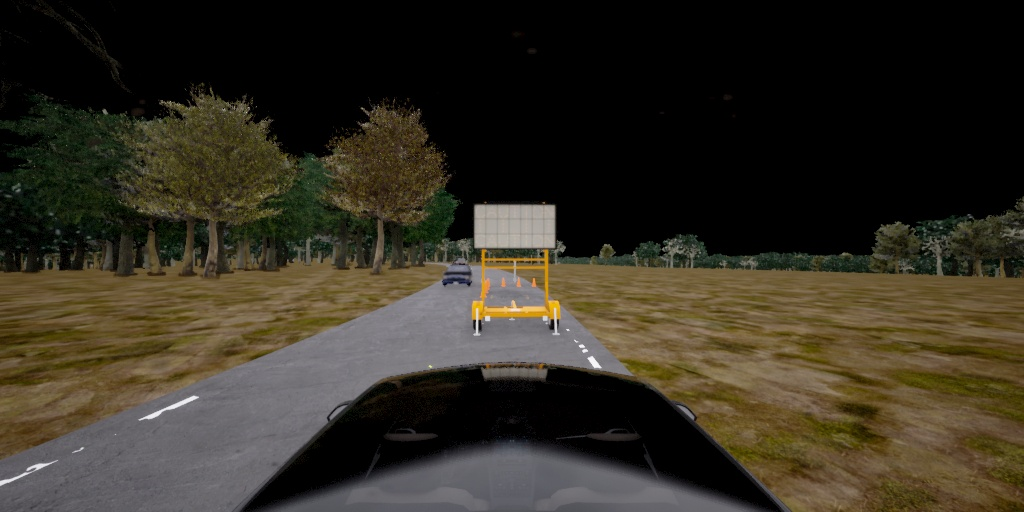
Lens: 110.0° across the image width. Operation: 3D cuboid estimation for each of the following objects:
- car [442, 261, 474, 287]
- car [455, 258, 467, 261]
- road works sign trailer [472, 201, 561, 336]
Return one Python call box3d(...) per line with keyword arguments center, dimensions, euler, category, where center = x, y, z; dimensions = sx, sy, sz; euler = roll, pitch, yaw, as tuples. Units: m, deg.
box3d(center=(-3.629, 1.296, 24.761), dimensions=(2.033, 1.411, 5.357), euler=(0, 0, -4), category="car")
box3d(center=(-9.015, 1.125, 63.459), dimensions=(2.097, 1.767, 4.553), euler=(0, 0, -13), category="car")
box3d(center=(0.079, 0.214, 10.447), dimensions=(2.380, 3.560, 2.880), euler=(0, 0, -2), category="road works sign trailer")
